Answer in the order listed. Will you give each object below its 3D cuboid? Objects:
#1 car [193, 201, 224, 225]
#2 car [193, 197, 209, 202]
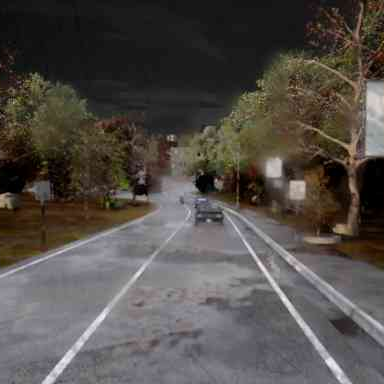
[{"bbox_3d":[1.219,1.554,23.508,1.895,1.301,4.718,0,0,3],"label":"car"},{"bbox_3d":[1.212,1.401,42.741,1.812,1.442,4.674,0,1,-3],"label":"car"}]
